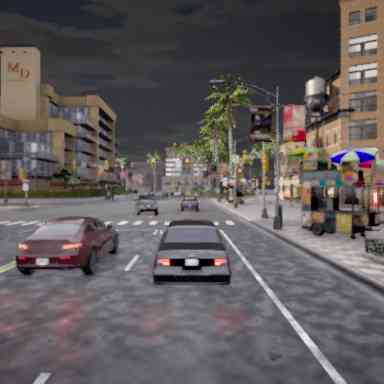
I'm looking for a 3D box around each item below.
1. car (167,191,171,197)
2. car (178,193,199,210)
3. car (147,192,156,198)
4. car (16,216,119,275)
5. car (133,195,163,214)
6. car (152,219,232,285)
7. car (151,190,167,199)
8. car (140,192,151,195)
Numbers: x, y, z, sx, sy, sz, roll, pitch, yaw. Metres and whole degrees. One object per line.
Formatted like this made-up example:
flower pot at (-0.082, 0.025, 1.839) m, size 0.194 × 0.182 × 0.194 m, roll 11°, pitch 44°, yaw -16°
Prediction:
car at (-7.857, 0.467, 93.517) m, size 2.150 × 2.045 × 5.566 m, roll 0°, pitch 0°, yaw -1°
car at (-0.230, 1.194, 36.502) m, size 2.128 × 1.511 × 4.902 m, roll 0°, pitch 0°, yaw 0°
car at (-11.358, 0.723, 93.075) m, size 1.882 × 1.535 × 5.008 m, roll 0°, pitch 0°, yaw -1°
car at (-3.511, 1.444, 10.084) m, size 1.812 × 1.442 × 4.674 m, roll 0°, pitch 0°, yaw 0°
car at (-4.443, 1.291, 31.488) m, size 2.033 × 1.411 × 5.357 m, roll 0°, pitch 0°, yaw -15°
car at (-0.006, 1.470, 9.344) m, size 2.033 × 1.411 × 5.357 m, roll 0°, pitch 0°, yaw 0°
car at (-7.704, 0.728, 77.314) m, size 2.097 × 1.767 × 4.553 m, roll 0°, pitch 0°, yaw -1°
car at (-11.199, 0.974, 76.743) m, size 1.895 × 1.301 × 4.718 m, roll 0°, pitch 0°, yaw -1°
